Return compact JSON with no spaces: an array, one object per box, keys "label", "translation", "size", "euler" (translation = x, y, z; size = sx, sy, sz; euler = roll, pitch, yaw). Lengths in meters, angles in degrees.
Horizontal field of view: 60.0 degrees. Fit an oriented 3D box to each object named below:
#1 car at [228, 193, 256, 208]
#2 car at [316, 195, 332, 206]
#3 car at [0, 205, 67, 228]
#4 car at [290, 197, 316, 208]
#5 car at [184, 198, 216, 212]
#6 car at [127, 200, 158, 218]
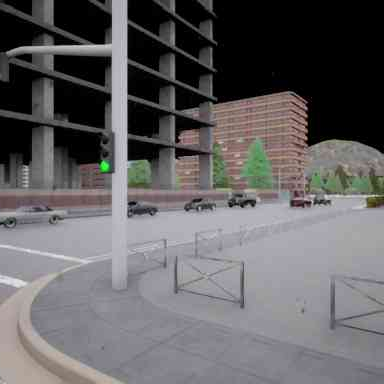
[{"label":"car","translation":[7.200,1.166,47.180],"size":[2.150,2.045,5.566],"euler":[0,0,35]},{"label":"car","translation":[21.682,1.297,55.250],"size":[2.097,1.767,4.553],"euler":[0,0,35]},{"label":"car","translation":[-10.795,1.545,21.872],"size":[1.895,1.301,4.718],"euler":[0,0,35]},{"label":"car","translation":[15.114,1.422,45.984],"size":[1.882,1.535,5.008],"euler":[0,0,35]},{"label":"car","translation":[0.976,1.449,38.468],"size":[1.837,1.490,4.892],"euler":[0,0,35]},{"label":"car","translation":[-5.019,1.470,30.004],"size":[1.812,1.442,4.674],"euler":[0,0,36]}]
